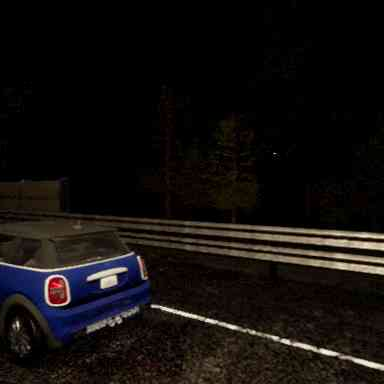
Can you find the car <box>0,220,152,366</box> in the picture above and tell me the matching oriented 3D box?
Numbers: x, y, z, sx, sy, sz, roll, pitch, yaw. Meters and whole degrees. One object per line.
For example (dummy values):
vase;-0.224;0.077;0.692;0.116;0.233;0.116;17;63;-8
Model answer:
car;-2.948;1.323;6.043;4.553;1.767;2.097;0;0;35
